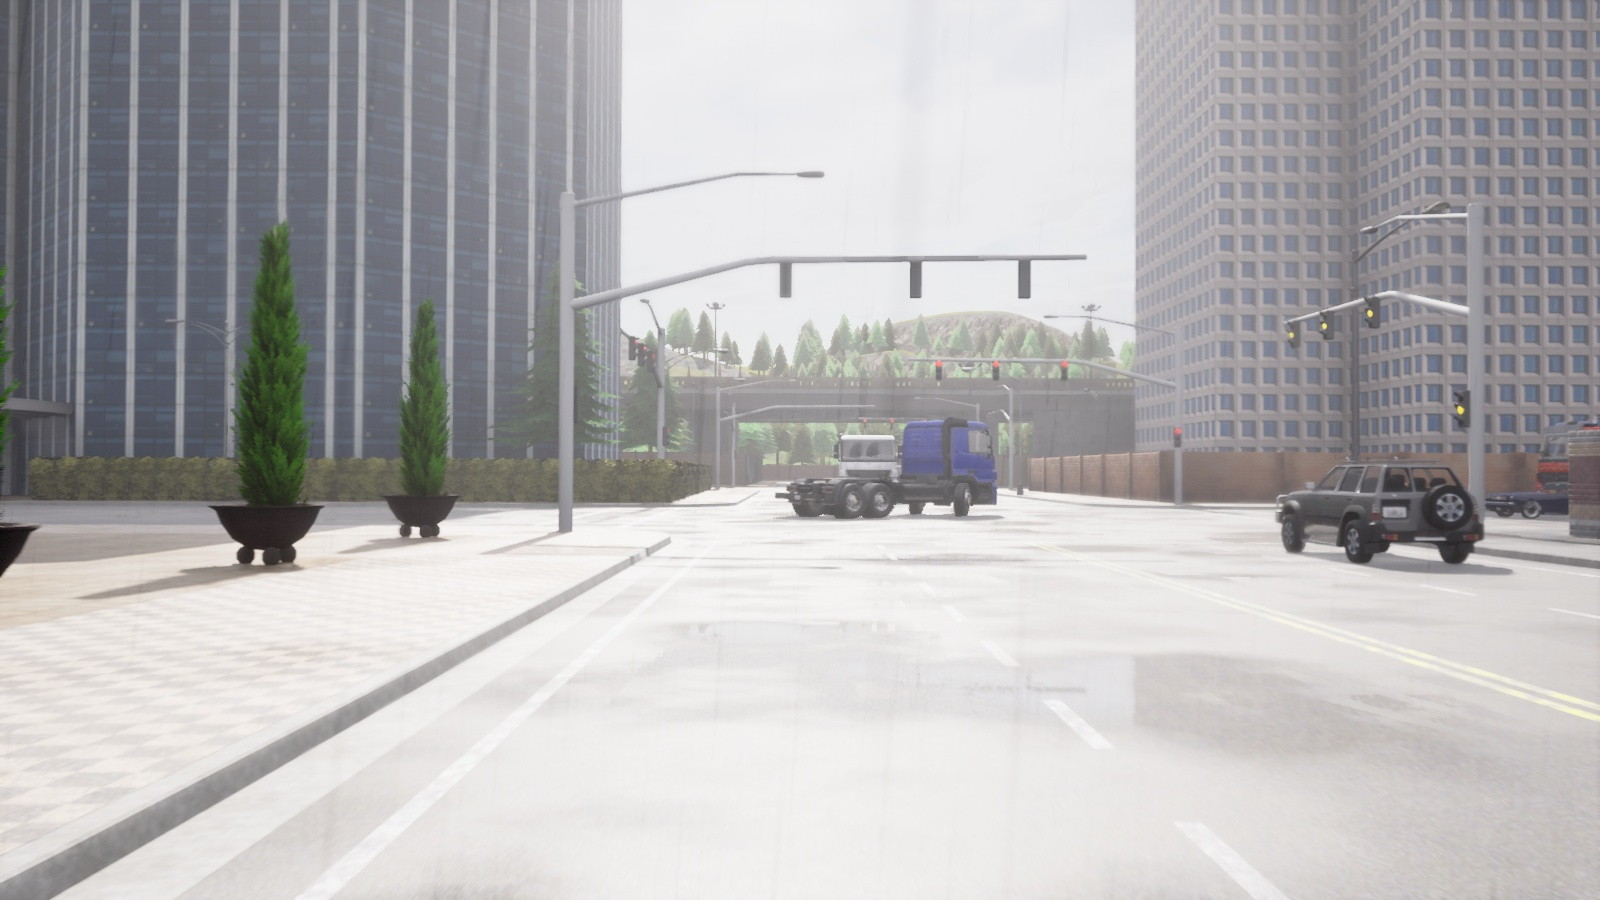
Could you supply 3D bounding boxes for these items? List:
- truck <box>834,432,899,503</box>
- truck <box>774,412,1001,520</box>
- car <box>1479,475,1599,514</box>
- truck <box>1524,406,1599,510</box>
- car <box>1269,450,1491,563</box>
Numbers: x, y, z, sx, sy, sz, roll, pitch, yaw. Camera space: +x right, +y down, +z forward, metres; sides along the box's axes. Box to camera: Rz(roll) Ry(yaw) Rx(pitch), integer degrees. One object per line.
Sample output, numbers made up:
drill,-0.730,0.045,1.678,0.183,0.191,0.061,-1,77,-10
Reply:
truck,3.338,0.908,65.027,2.891,3.462,7.936,0,-1,0
truck,3.145,0.549,43.563,7.936,3.462,2.891,1,-1,-37
car,26.787,1.548,44.187,4.718,1.301,1.895,0,-1,0
truck,32.567,0.318,47.670,8.468,3.827,2.891,0,-1,0
car,10.442,0.976,23.068,1.932,1.855,4.605,0,-1,0
